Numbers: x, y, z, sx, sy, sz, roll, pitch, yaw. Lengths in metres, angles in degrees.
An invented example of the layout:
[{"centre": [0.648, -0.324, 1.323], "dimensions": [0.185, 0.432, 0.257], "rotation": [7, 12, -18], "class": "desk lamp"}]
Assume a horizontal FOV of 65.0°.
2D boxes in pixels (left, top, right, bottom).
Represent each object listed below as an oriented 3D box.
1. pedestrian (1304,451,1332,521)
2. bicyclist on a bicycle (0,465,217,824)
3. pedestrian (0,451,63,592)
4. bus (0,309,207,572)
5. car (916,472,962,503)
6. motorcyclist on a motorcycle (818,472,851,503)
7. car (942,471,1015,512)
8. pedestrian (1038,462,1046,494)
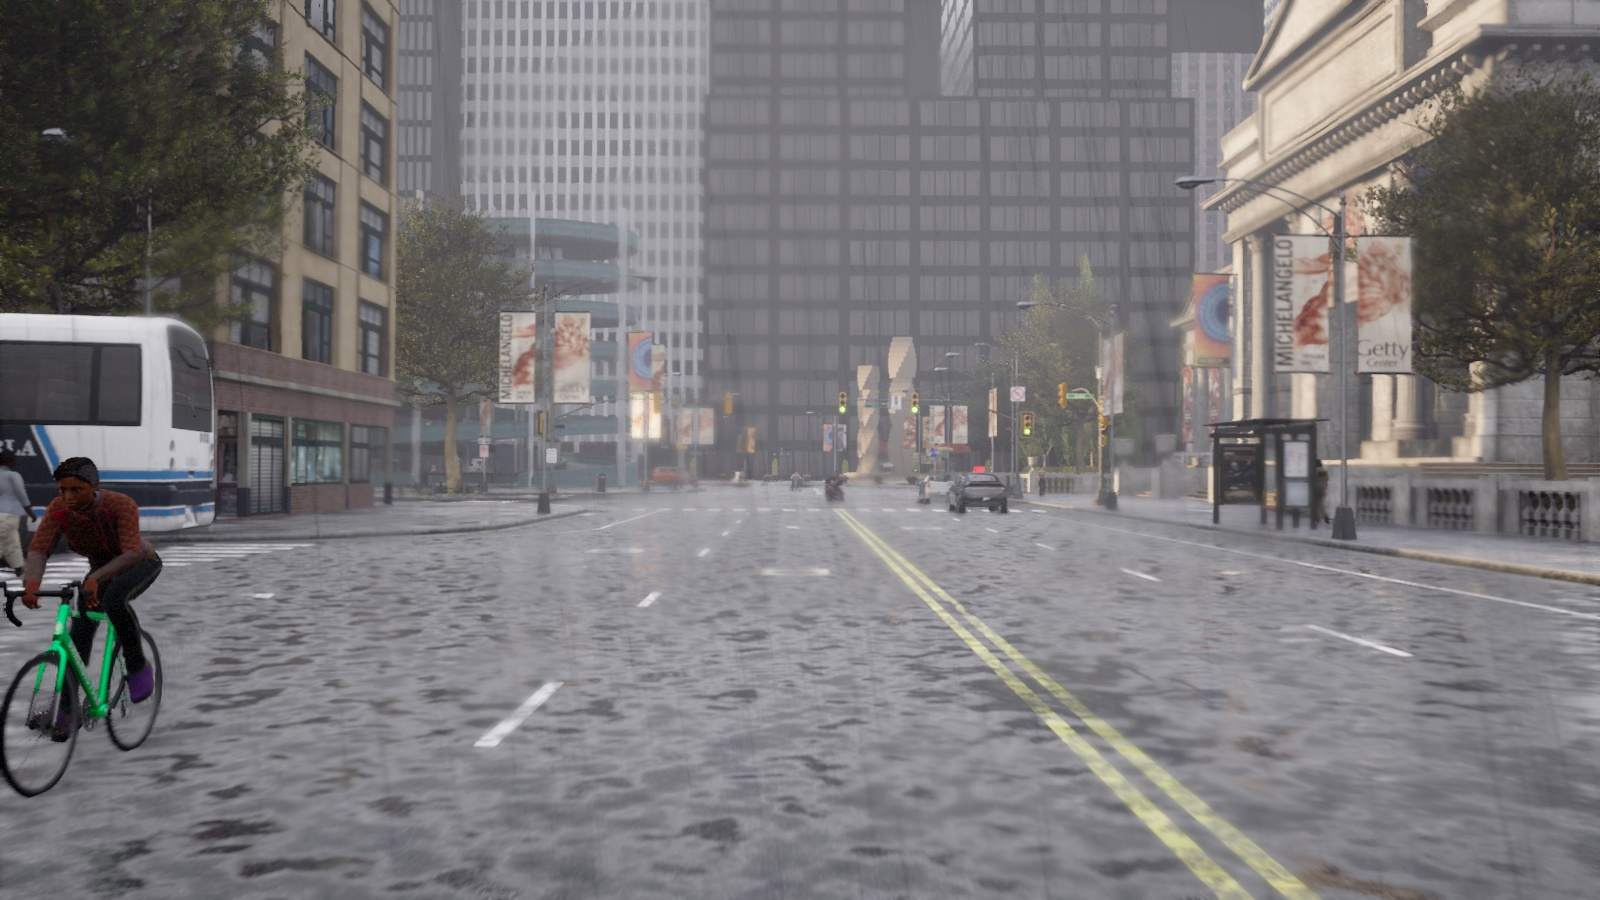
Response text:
[{"centre": [14.386, 0.998, 34.895], "dimensions": [0.396, 1.930, 0.692], "rotation": [0, -1, -8], "class": "pedestrian"}, {"centre": [-3.662, 0.891, 6.521], "dimensions": [0.582, 1.620, 1.656], "rotation": [0, -1, -4], "class": "bicyclist on a bicycle"}, {"centre": [-10.774, 0.951, 17.114], "dimensions": [0.874, 1.855, 0.900], "rotation": [-1, -1, 16], "class": "pedestrian"}, {"centre": [-16.270, -0.135, 21.623], "dimensions": [10.273, 4.253, 3.944], "rotation": [0, -1, -12], "class": "bus"}, {"centre": [6.812, 1.840, 62.028], "dimensions": [1.845, 1.501, 3.633], "rotation": [0, -1, 0], "class": "car"}, {"centre": [1.778, 1.932, 65.053], "dimensions": [0.866, 1.530, 2.191], "rotation": [-1, -1, -22], "class": "motorcyclist on a motorcycle"}, {"centre": [6.852, 1.560, 48.800], "dimensions": [2.128, 1.511, 4.902], "rotation": [0, -1, 0], "class": "car"}, {"centre": [13.881, 1.623, 72.108], "dimensions": [0.345, 1.836, 0.594], "rotation": [0, -1, 0], "class": "pedestrian"}]
